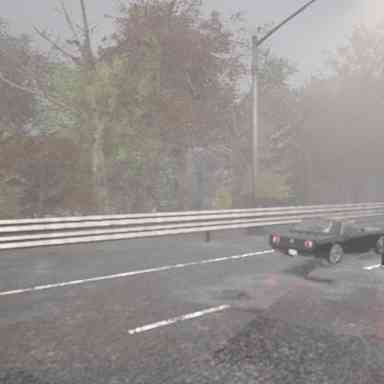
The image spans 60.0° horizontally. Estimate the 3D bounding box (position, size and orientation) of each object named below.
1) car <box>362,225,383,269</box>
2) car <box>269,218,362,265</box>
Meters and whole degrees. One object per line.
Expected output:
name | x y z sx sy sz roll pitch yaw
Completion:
car | 6.734 1.445 8.497 4.902 1.511 2.128 0 0 -35
car | 4.922 1.552 11.509 4.718 1.301 1.895 0 0 -35
